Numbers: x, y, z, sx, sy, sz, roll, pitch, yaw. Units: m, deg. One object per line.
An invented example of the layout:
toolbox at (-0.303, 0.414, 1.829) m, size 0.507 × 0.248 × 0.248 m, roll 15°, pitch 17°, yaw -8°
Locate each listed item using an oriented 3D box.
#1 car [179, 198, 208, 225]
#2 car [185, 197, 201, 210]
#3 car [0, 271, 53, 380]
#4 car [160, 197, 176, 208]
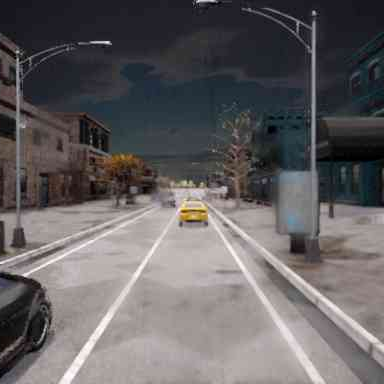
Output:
car at (0.105, 1.405, 23.419) m, size 1.882 × 1.535 × 5.008 m, roll 0°, pitch 0°, yaw 0°
car at (0.107, 1.404, 41.947) m, size 1.994 × 1.385 × 4.181 m, roll 0°, pitch 0°, yaw 0°
car at (-3.100, 1.564, 3.357) m, size 1.994 × 1.385 × 4.181 m, roll 0°, pitch 0°, yaw 0°
car at (-3.079, 1.377, 44.232) m, size 2.033 × 1.411 × 5.357 m, roll 0°, pitch 0°, yaw 0°
